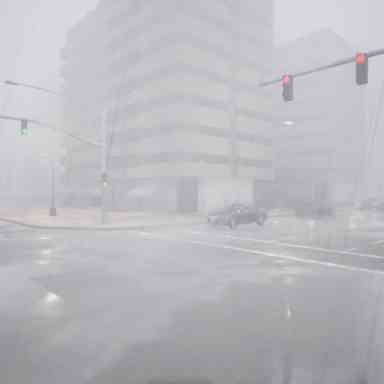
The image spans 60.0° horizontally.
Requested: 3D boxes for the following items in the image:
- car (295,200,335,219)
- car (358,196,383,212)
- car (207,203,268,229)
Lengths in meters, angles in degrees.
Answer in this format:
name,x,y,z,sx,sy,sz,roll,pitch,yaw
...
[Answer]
name,x,y,z,sx,sy,sz,roll,pitch,yaw
car,10.958,1.531,29.448,4.892,1.490,1.837,-1,0,-42
car,21.271,1.379,38.858,4.553,1.767,2.097,0,0,-42
car,3.113,1.520,22.272,4.902,1.511,2.128,0,0,-42
